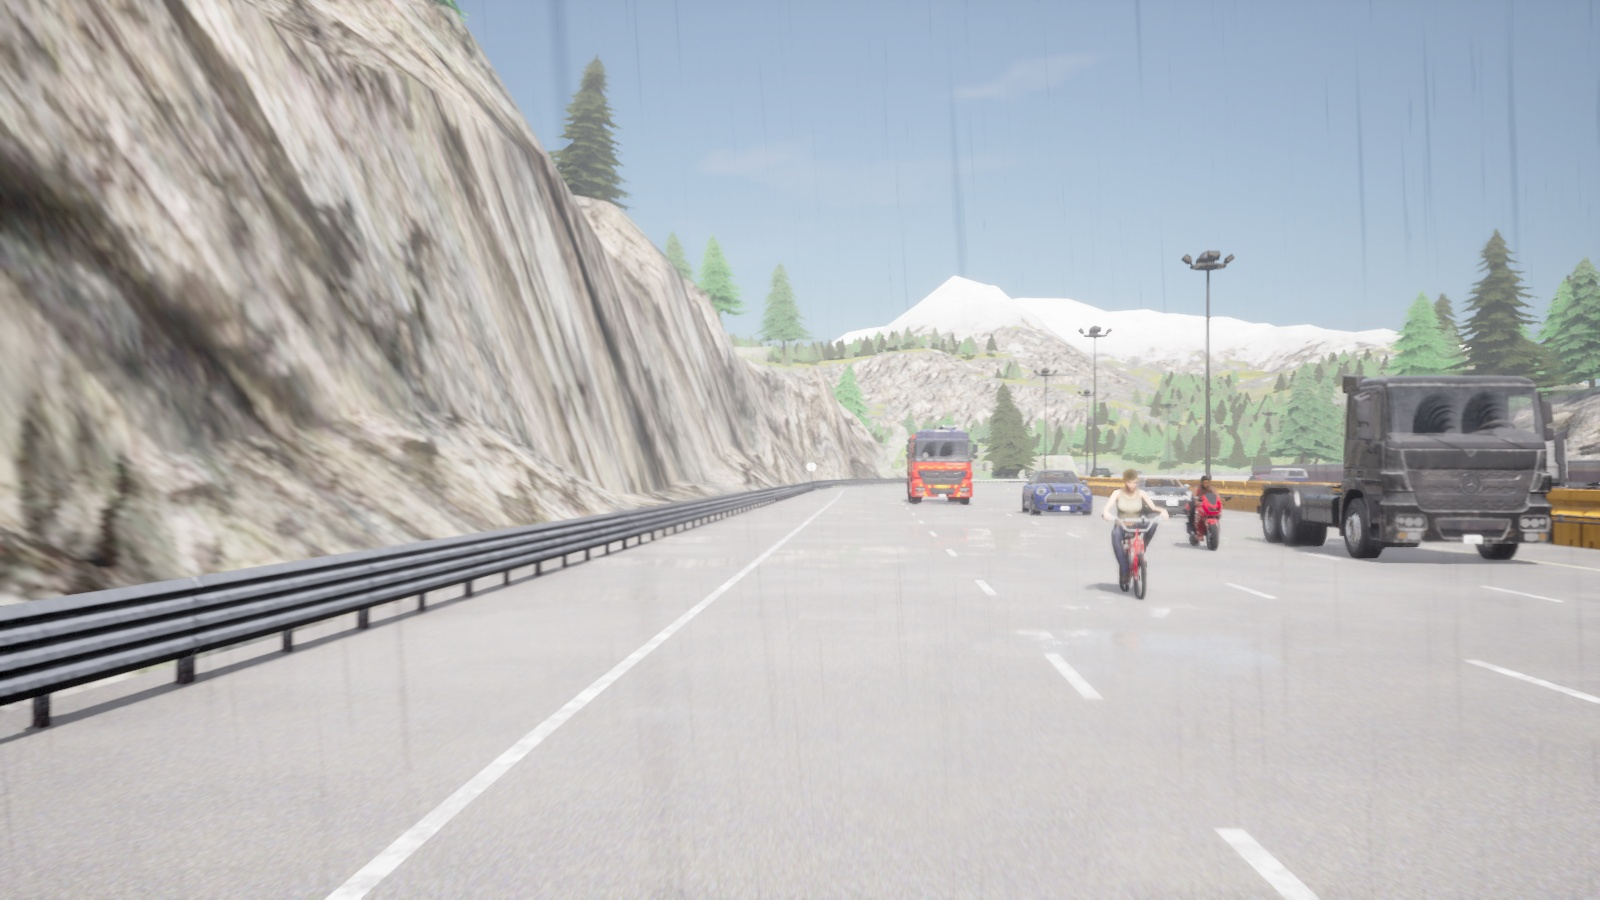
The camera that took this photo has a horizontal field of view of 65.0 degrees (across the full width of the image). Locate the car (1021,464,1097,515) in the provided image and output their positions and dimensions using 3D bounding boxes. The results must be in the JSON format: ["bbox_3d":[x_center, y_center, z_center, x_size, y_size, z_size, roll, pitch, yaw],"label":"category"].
[{"bbox_3d":[9.484,1.429,46.360,2.097,1.767,4.553,0,-1,3],"label":"car"}]

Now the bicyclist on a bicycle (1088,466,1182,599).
[{"bbox_3d":[4.228,1.010,15.977,0.866,1.612,1.509,0,-1,4],"label":"bicyclist on a bicycle"}]

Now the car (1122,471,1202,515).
[{"bbox_3d":[12.913,1.507,44.997,1.970,1.475,3.806,0,-1,3],"label":"car"}]

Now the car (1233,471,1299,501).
[{"bbox_3d":[24.668,1.859,66.663,1.882,1.535,5.008,0,-1,3],"label":"car"}]

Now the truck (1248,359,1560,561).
[{"bbox_3d":[11.794,0.238,25.581,2.891,3.462,7.936,0,-1,3],"label":"truck"}]

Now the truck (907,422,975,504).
[{"bbox_3d":[6.898,0.680,62.477,2.891,3.827,8.468,0,-1,3],"label":"truck"}]

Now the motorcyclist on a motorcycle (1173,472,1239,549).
[{"bbox_3d":[8.301,1.211,25.745,0.797,1.523,2.044,0,-1,3],"label":"motorcyclist on a motorcycle"}]

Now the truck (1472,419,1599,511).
[{"bbox_3d":[30.792,0.629,51.169,2.891,3.462,7.936,0,-1,3],"label":"truck"}]
